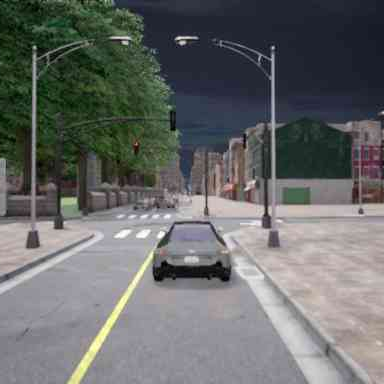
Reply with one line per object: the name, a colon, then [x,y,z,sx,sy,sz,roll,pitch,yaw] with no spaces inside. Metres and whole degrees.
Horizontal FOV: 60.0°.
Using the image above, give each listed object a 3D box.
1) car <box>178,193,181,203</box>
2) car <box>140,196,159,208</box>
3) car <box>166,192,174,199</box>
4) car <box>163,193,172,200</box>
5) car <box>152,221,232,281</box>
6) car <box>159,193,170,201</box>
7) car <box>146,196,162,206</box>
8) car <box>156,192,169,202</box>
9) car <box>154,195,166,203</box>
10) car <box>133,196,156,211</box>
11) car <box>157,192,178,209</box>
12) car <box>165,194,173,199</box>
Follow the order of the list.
car: [-3.223,1.265,56.688,1.812,1.442,4.674,0,0,0]
car: [-5.662,1.332,44.962,2.008,1.369,4.403,1,0,-1]
car: [-6.187,0.999,94.011,2.192,1.841,5.009,1,0,-1]
car: [-6.072,1.129,83.110,1.967,1.590,4.097,1,0,-1]
car: [0.009,1.511,9.668,1.994,1.385,4.181,0,0,0]
car: [-5.954,1.142,72.211,1.967,1.590,4.097,1,0,-1]
car: [-5.721,1.326,50.412,1.947,1.339,4.313,1,0,-1]
car: [-5.892,1.028,66.760,2.192,1.841,5.009,1,0,-1]
car: [-5.839,1.308,61.311,1.802,1.307,4.206,1,0,-1]
car: [-5.613,1.361,37.826,2.008,1.369,4.403,1,0,-1]
car: [-3.080,1.153,40.297,2.097,1.767,4.553,0,0,0]
car: [-6.130,1.211,88.391,1.752,1.417,4.829,1,0,-1]
